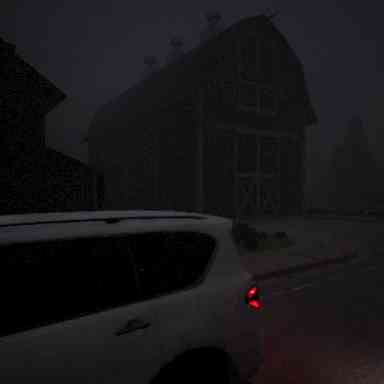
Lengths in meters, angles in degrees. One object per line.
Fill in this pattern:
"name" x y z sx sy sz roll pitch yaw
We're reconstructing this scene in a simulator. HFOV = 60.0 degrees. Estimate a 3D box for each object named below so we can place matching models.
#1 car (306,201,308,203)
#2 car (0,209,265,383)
"car" 12.895 1.349 43.058 2.097 1.767 4.553 0 0 -34
"car" -1.853 1.218 2.666 5.566 2.045 2.150 0 0 -35
